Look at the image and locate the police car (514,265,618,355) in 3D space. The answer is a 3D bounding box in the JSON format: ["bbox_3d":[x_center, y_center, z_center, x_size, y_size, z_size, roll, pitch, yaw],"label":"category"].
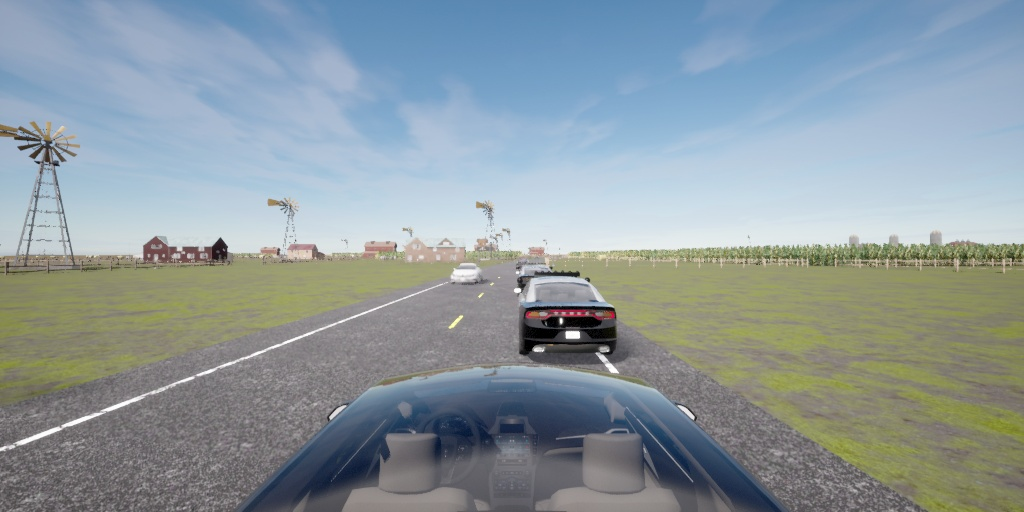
[{"bbox_3d":[1.086,1.176,8.850,1.930,1.638,5.238,0,0,1],"label":"police car"}]

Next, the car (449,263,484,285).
[{"bbox_3d":[-3.227,1.271,26.302,1.812,1.442,4.674,0,0,2],"label":"car"}]

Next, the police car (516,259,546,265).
[{"bbox_3d":[1.230,1.173,18.820,1.930,1.638,5.238,0,0,1],"label":"police car"}]

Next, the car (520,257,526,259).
[{"bbox_3d":[1.606,1.209,53.957,2.128,1.511,4.902,0,0,4],"label":"car"}]
